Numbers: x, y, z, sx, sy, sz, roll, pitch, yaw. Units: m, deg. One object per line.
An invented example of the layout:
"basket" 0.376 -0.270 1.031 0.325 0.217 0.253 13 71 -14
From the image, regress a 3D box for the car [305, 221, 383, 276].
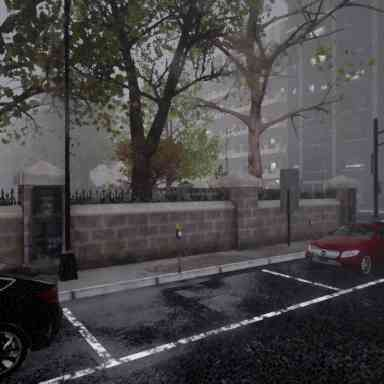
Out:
"car" 5.279 1.581 10.232 4.206 1.307 1.802 0 0 -35

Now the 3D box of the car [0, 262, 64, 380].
"car" -3.791 1.566 3.886 4.313 1.339 1.947 0 0 -35
